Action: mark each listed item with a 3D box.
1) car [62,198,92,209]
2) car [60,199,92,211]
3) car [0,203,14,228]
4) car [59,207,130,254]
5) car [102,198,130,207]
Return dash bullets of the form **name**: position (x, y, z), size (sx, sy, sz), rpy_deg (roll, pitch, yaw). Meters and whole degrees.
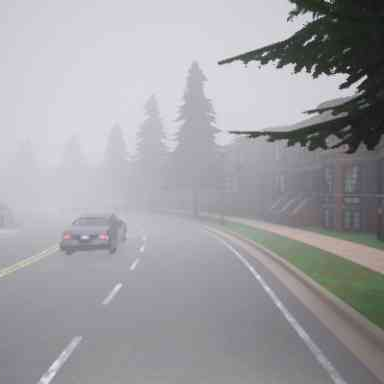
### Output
- **car**: position (-15.792, 1.584, 45.571), size (4.718, 1.301, 1.895), rpy_deg (0, 0, 42)
- **car**: position (-13.357, 1.587, 37.554), size (1.895, 1.301, 4.718), rpy_deg (0, 0, -37)
- **car**: position (-13.023, 1.496, 21.923), size (1.837, 1.490, 4.892), rpy_deg (0, 0, -20)
- **car**: position (-3.781, 1.542, 13.491), size (2.033, 1.411, 5.357), rpy_deg (0, 0, -6)
- **car**: position (-8.494, 1.490, 36.930), size (1.837, 1.490, 4.892), rpy_deg (0, 0, -34)
